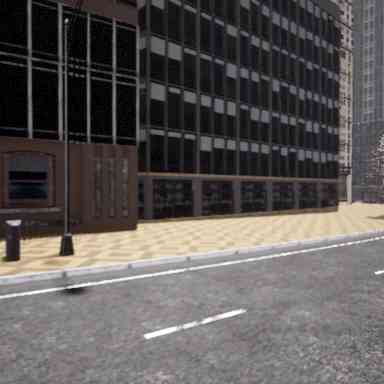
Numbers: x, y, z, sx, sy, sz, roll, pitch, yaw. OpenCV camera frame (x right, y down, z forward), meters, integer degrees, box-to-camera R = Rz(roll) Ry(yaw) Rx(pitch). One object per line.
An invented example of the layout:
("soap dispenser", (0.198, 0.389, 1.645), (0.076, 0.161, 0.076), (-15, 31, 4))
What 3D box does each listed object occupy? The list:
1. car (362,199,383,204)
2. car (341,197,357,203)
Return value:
("car", (37.949, 1.824, 69.569), (1.802, 1.307, 4.206), (0, 1, -41))
("car", (34.269, 1.694, 73.899), (1.947, 1.339, 4.313), (0, 1, -41))
